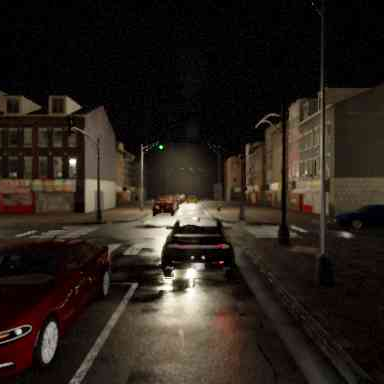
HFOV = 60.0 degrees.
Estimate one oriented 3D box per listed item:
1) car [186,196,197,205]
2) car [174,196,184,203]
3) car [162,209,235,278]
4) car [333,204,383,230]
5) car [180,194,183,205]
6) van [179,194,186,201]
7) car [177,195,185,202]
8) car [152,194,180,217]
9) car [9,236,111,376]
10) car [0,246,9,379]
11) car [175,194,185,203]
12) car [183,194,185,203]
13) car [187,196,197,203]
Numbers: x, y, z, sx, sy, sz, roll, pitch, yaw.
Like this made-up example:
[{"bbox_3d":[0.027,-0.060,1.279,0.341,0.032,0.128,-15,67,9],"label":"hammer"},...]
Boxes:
[{"bbox_3d":[-0.009,1.531,62.489,1.882,1.535,5.008,0,0,0],"label":"car"},{"bbox_3d":[-2.654,1.632,70.105,1.947,1.339,4.313,0,0,0],"label":"car"},{"bbox_3d":[0.214,1.493,10.107,2.128,1.511,4.902,0,0,2],"label":"car"},{"bbox_3d":[11.344,1.490,20.484,5.008,1.535,1.882,0,0,0],"label":"car"},{"bbox_3d":[-2.652,1.339,42.971,2.192,1.841,5.009,0,0,0],"label":"car"},{"bbox_3d":[-2.660,1.452,91.813,1.690,1.788,3.998,-1,0,0],"label":"van"},{"bbox_3d":[-2.657,1.527,80.959,1.967,1.590,4.097,0,0,0],"label":"car"},{"bbox_3d":[-2.650,1.329,32.117,2.192,1.841,5.009,0,0,0],"label":"car"},{"bbox_3d":[-2.644,1.545,5.707,1.887,1.381,4.507,0,0,0],"label":"car"},{"bbox_3d":[-2.645,1.315,0.273,2.192,1.841,5.009,0,0,0],"label":"car"},{"bbox_3d":[-2.657,1.391,75.532,2.192,1.841,5.009,0,0,0],"label":"car"},{"bbox_3d":[-2.653,1.598,59.251,2.008,1.369,4.403,0,0,0],"label":"car"},{"bbox_3d":[-0.011,1.596,72.937,2.128,1.511,4.902,0,0,0],"label":"car"}]
